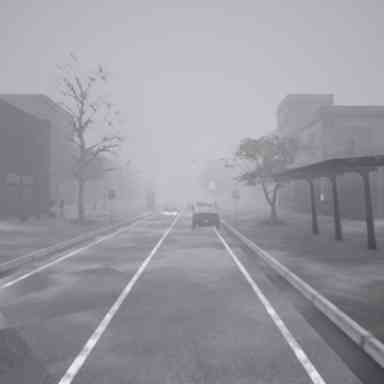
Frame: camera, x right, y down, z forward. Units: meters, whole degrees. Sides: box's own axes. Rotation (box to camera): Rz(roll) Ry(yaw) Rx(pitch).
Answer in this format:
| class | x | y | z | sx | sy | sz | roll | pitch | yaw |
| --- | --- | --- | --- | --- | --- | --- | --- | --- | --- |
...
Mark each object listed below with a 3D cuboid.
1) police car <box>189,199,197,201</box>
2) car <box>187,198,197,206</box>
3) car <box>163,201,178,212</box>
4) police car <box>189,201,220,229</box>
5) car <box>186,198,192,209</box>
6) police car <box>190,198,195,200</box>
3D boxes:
| class | x | y | z | sx | sy | sz | roll | pitch | yaw |
| --- | --- | --- | --- | --- | --- | --- | --- | --- | --- |
| police car | 0.909 | 1.818 | 33.668 | 1.930 | 1.638 | 5.238 | 0 | -1 | 0 |
| car | 0.021 | 2.169 | 74.367 | 2.097 | 1.767 | 4.553 | 0 | 0 | 0 |
| car | -3.069 | 2.111 | 48.691 | 2.128 | 1.511 | 4.902 | 0 | -1 | 0 |
| police car | 0.906 | 1.666 | 23.669 | 1.930 | 1.638 | 5.238 | 0 | -1 | 0 |
| car | 0.017 | 2.289 | 59.398 | 1.812 | 1.442 | 4.674 | 0 | -1 | 0 |
| police car | 0.911 | 1.908 | 39.667 | 1.930 | 1.638 | 5.238 | 0 | -1 | 0 |
